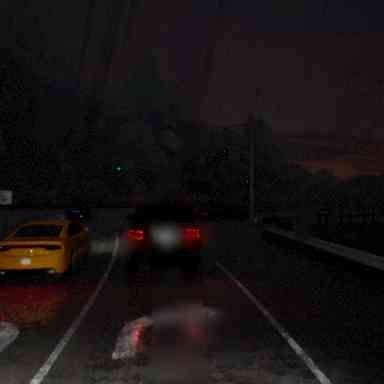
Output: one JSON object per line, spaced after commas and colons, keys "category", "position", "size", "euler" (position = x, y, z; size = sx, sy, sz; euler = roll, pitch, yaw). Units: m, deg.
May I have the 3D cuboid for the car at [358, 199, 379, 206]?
{"category": "car", "position": [40.156, 2.326, 75.729], "size": [5.008, 1.535, 1.882], "euler": [0, -1, -30]}

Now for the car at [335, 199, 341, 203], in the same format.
{"category": "car", "position": [28.430, 2.370, 66.249], "size": [4.718, 1.301, 1.895], "euler": [0, -1, -18]}

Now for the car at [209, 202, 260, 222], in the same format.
{"category": "car", "position": [3.156, 1.914, 29.909], "size": [5.357, 1.411, 2.033], "euler": [0, -1, -18]}

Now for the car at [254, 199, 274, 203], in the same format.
{"category": "car", "position": [12.209, 2.218, 54.417], "size": [4.181, 1.385, 1.994], "euler": [0, -1, -16]}

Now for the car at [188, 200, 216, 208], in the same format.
{"category": "car", "position": [1.849, 2.245, 62.317], "size": [5.008, 1.535, 1.882], "euler": [0, -1, -16]}

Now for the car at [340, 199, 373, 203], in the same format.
{"category": "car", "position": [29.266, 2.250, 59.185], "size": [4.181, 1.385, 1.994], "euler": [0, -1, -16]}

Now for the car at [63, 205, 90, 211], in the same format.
{"category": "car", "position": [-10.400, 1.885, 30.043], "size": [2.128, 1.511, 4.902], "euler": [0, -1, -27]}

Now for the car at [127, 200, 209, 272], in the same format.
{"category": "car", "position": [-1.059, 1.365, 11.512], "size": [2.150, 2.045, 5.566], "euler": [0, -1, -8]}

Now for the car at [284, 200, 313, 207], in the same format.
{"category": "car", "position": [21.802, 2.346, 67.939], "size": [5.357, 1.411, 2.033], "euler": [0, -1, -16]}

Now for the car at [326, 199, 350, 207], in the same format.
{"category": "car", "position": [31.197, 2.307, 71.030], "size": [5.008, 1.535, 1.882], "euler": [0, -1, -22]}

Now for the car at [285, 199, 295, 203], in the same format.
{"category": "car", "position": [19.954, 2.109, 63.782], "size": [4.553, 1.767, 2.097], "euler": [0, -1, -16]}

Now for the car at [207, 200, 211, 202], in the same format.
{"category": "car", "position": [2.664, 2.183, 51.737], "size": [5.357, 1.411, 2.033], "euler": [0, -1, -16]}

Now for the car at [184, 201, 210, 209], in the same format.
{"category": "car", "position": [0.853, 2.285, 58.481], "size": [4.181, 1.385, 1.994], "euler": [0, -1, -16]}

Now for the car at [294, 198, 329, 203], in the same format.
{"category": "car", "position": [20.662, 2.147, 56.756], "size": [5.008, 1.535, 1.882], "euler": [0, -1, -15]}

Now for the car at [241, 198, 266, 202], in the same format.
{"category": "car", "position": [10.975, 2.288, 61.260], "size": [5.357, 1.411, 2.033], "euler": [0, -1, -15]}

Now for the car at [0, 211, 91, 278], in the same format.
{"category": "car", "position": [-4.523, 1.619, 10.796], "size": [1.882, 1.535, 5.008], "euler": [0, 0, -8]}

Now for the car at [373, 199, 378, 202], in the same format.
{"category": "car", "position": [37.818, 2.406, 70.308], "size": [4.718, 1.301, 1.895], "euler": [0, -1, -26]}
